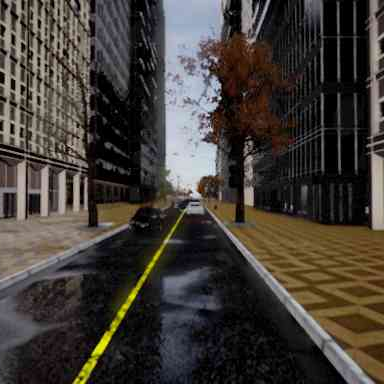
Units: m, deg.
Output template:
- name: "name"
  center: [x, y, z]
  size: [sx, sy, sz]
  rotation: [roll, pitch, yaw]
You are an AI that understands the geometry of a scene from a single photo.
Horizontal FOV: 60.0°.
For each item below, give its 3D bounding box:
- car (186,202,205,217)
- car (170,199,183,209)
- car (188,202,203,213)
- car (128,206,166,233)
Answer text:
- name: "car"
  center: [0.341, 1.818, 34.546]
  size: [1.812, 1.442, 4.674]
  rotation: [0, 0, 0]
- name: "car"
  center: [-2.447, 1.949, 54.108]
  size: [2.128, 1.511, 4.902]
  rotation: [0, 0, 1]
- name: "car"
  center: [0.416, 1.979, 44.711]
  size: [1.895, 1.301, 4.718]
  rotation: [0, 0, 1]
- name: "car"
  center: [-2.702, 1.682, 20.812]
  size: [1.837, 1.490, 4.892]
  rotation: [0, -1, 0]
